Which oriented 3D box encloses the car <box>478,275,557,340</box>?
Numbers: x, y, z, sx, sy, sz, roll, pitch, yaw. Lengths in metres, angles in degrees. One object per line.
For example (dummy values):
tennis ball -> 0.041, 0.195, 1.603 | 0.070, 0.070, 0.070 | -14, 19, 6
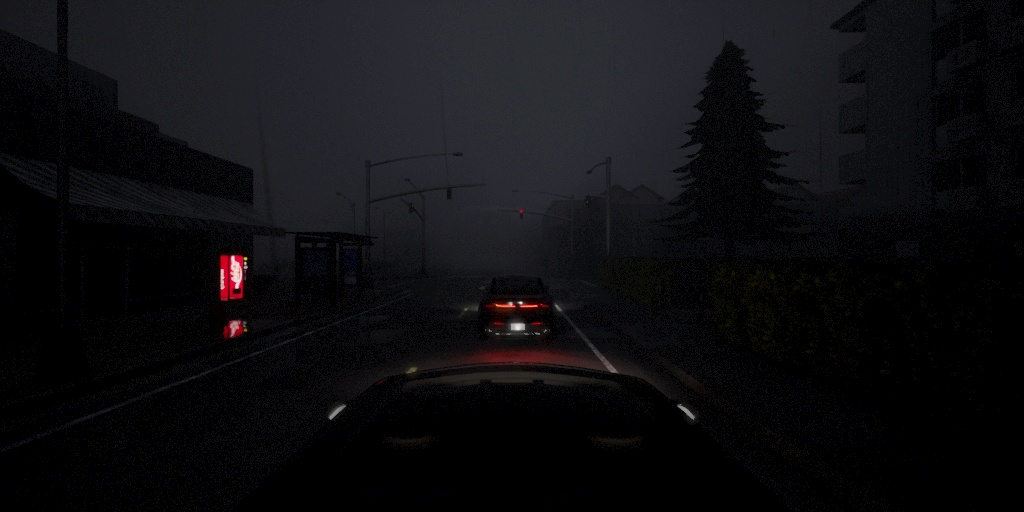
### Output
car -> 0.119, 1.255, 10.016 | 1.837, 1.490, 4.892 | 0, 0, 0
